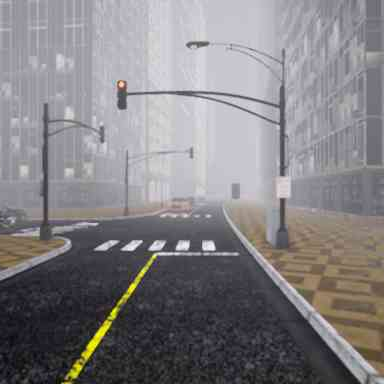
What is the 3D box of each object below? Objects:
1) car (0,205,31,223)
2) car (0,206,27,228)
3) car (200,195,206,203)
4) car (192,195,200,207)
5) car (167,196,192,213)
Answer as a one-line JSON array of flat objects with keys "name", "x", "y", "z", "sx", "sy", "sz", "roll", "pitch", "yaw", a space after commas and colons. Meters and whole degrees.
[{"name": "car", "x": -16.432, "y": 1.862, "z": 28.504, "sx": 4.403, "sy": 1.369, "sz": 2.008, "roll": -1, "pitch": 1, "yaw": 10}, {"name": "car", "x": -14.054, "y": 1.713, "z": 22.177, "sx": 4.902, "sy": 1.511, "sz": 2.128, "roll": -1, "pitch": -1, "yaw": 11}, {"name": "car", "x": 1.648, "y": 1.434, "z": 66.034, "sx": 2.128, "sy": 1.511, "sz": 4.902, "roll": 0, "pitch": 0, "yaw": 8}, {"name": "car", "x": -0.227, "y": 1.469, "z": 51.025, "sx": 1.837, "sy": 1.490, "sz": 4.892, "roll": 0, "pitch": 2, "yaw": 6}, {"name": "car", "x": -1.486, "y": 1.340, "z": 37.503, "sx": 2.097, "sy": 1.767, "sz": 4.553, "roll": 0, "pitch": 0, "yaw": 5}]
